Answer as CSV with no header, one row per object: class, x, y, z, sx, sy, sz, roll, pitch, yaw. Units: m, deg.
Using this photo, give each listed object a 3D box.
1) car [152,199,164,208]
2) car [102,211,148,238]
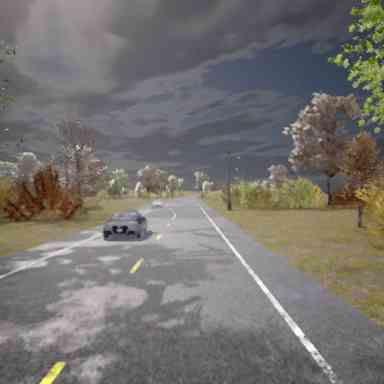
car,-6.142,2.070,59.277,1.812,1.442,4.674,0,0,-7
car,-3.640,1.753,18.753,1.994,1.385,4.181,0,-1,0
